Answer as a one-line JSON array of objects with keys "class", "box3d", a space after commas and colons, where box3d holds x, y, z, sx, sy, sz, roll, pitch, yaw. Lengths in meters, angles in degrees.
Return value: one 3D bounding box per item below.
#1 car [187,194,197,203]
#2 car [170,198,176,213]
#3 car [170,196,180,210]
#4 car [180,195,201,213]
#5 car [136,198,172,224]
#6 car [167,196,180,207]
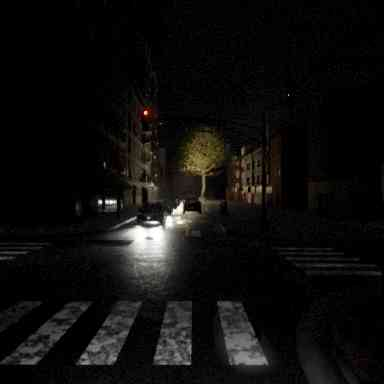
[{"class": "car", "box3d": [-0.070, 1.327, 69.350, 2.097, 1.767, 4.553, 0, 0, 0]}, {"class": "car", "box3d": [-2.933, 1.581, 33.955, 1.895, 1.301, 4.718, 0, 0, 0]}, {"class": "car", "box3d": [-2.925, 1.540, 43.141, 1.994, 1.385, 4.181, 0, 0, 0]}, {"class": "car", "box3d": [0.000, 1.456, 36.193, 1.882, 1.535, 5.008, 0, 0, 0]}, {"class": "car", "box3d": [-2.908, 1.478, 24.744, 2.128, 1.511, 4.902, 0, 0, 0]}, {"class": "car", "box3d": [-2.886, 1.479, 53.464, 1.837, 1.490, 4.892, 0, 0, 0]}]
